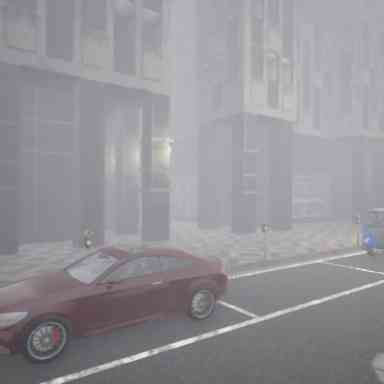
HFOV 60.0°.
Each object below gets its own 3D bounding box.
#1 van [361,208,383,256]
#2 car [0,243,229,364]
[{"bbox_3d":[7.909,1.461,12.301,3.998,1.788,1.690,1,-1,-36],"label":"van"},{"bbox_3d":[-1.211,1.602,5.789,4.206,1.307,1.802,1,-1,-36],"label":"car"}]
